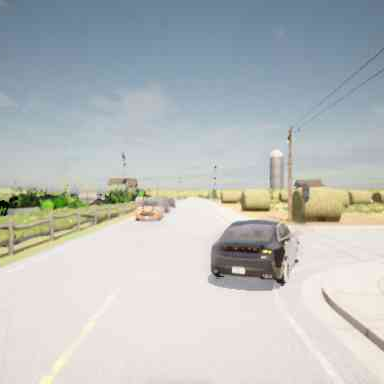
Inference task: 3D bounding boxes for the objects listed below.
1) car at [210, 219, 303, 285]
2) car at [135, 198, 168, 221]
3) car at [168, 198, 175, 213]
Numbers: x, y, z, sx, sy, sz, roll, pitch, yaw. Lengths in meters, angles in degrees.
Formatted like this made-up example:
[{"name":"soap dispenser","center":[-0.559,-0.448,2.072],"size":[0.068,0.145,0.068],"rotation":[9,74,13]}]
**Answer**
[{"name":"car","center":[2.047,1.559,9.847],"size":[1.837,1.490,4.892],"rotation":[-1,-1,24]},{"name":"car","center":[-3.546,1.468,28.571],"size":[2.097,1.767,4.553],"rotation":[0,0,0]},{"name":"car","center":[-3.526,1.706,39.004],"size":[2.033,1.411,5.357],"rotation":[0,0,0]}]
